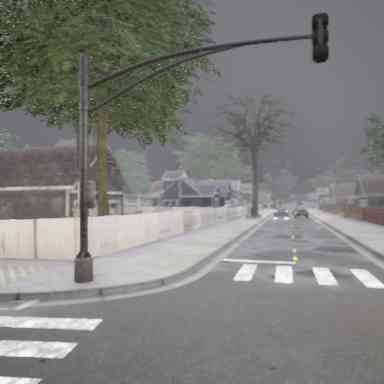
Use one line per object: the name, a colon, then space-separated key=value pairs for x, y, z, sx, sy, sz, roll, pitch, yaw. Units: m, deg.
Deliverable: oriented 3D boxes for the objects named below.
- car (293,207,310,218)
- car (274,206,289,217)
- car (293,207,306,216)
car: x=15.308 y=2.892 z=46.531 sx=1.837 sy=1.490 sz=4.892 roll=-1 pitch=-2 yaw=16
car: x=13.850 y=2.900 z=51.341 sx=2.097 sy=1.767 sz=4.553 roll=-1 pitch=-2 yaw=16
car: x=18.239 y=3.243 z=56.527 sx=1.994 sy=1.385 sz=4.181 roll=-1 pitch=-2 yaw=16
